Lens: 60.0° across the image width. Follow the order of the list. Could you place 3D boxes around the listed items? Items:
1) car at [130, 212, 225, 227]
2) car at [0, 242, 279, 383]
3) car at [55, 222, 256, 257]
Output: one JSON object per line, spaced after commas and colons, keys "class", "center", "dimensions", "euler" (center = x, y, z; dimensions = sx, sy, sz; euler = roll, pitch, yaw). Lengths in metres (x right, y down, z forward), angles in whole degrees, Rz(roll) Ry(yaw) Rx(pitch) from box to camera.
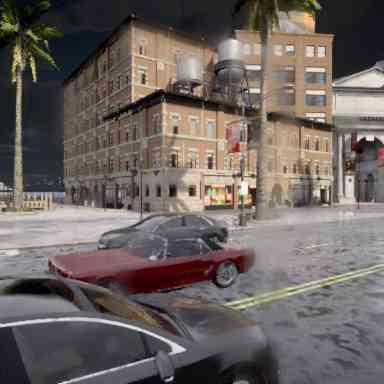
{"class": "car", "center": [-0.881, 1.505, 11.888], "dimensions": [4.892, 1.490, 1.837], "euler": [0, 0, -35]}
{"class": "car", "center": [-1.348, 1.504, 2.705], "dimensions": [4.892, 1.490, 1.837], "euler": [0, 0, -36]}
{"class": "car", "center": [-0.815, 1.601, 7.672], "dimensions": [4.718, 1.301, 1.895], "euler": [0, 0, -35]}
